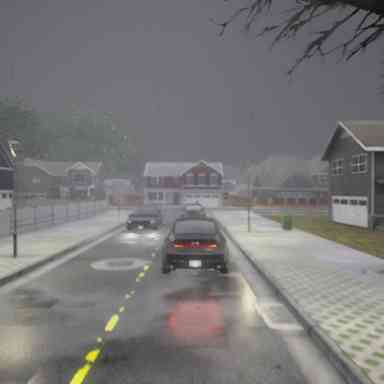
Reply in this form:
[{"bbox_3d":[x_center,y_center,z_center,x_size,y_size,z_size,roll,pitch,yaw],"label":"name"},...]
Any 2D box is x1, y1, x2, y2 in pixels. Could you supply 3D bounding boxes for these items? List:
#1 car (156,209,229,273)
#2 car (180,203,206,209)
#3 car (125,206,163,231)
[{"bbox_3d":[0.090,1.529,10.730,1.837,1.490,4.892,0,0,0],"label":"car"},{"bbox_3d":[0.093,1.576,24.722,1.812,1.442,4.674,0,0,0],"label":"car"},{"bbox_3d":[-2.830,1.591,21.045,2.033,1.411,5.357,0,0,0],"label":"car"}]
